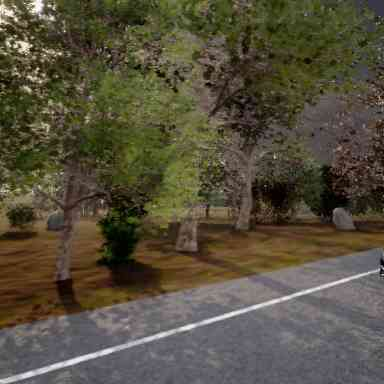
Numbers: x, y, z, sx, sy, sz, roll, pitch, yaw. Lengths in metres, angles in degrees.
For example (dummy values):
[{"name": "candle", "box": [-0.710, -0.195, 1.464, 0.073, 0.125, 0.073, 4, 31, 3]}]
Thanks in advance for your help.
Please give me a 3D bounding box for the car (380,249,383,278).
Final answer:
[{"name": "car", "box": [6.726, 1.491, 8.591, 4.902, 1.511, 2.128, 0, 0, -36]}]
